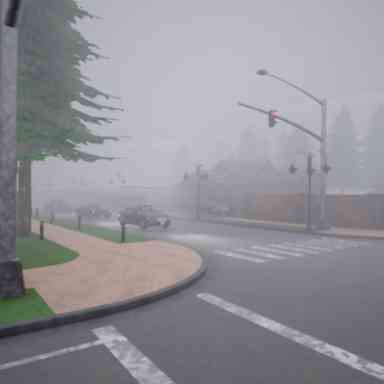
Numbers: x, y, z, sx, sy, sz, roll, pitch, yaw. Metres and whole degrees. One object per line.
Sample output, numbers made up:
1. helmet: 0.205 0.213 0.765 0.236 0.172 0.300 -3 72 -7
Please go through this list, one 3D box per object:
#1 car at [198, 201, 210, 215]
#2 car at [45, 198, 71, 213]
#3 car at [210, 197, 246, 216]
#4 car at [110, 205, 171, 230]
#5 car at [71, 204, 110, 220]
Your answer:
1. car: 2.592 1.452 35.233 3.866 1.878 1.905 1 -1 -37
2. car: -15.345 1.461 38.216 2.097 1.767 4.553 1 -1 -37
3. car: 4.411 1.456 33.454 4.605 1.855 1.932 1 -1 -37
4. car: -3.235 1.607 22.055 2.128 1.511 4.902 1 -1 -37
5. car: -8.802 1.714 29.519 1.895 1.301 4.718 1 -1 -37
